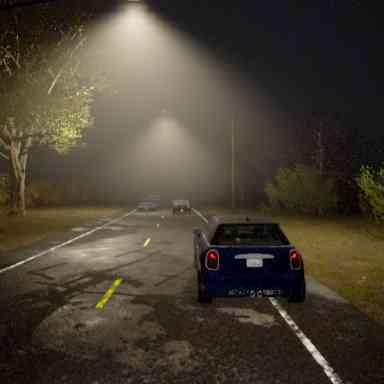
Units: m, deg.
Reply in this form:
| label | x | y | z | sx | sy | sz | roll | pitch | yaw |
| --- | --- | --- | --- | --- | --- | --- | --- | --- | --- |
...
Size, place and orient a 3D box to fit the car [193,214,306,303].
| label | x | y | z | sx | sy | sz | roll | pitch | yaw |
| --- | --- | --- | --- | --- | --- | --- | --- | --- | --- |
| car | 1.129 | 1.343 | 8.337 | 2.097 | 1.767 | 4.553 | 0 | 0 | -1 |

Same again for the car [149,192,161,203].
| label | x | y | z | sx | sy | sz | roll | pitch | yaw |
| --- | --- | --- | --- | --- | --- | --- | --- | --- | --- |
| car | -7.438 | 1.048 | 66.661 | 2.150 | 2.045 | 5.566 | 0 | 0 | -6 |

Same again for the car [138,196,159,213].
| label | x | y | z | sx | sy | sz | roll | pitch | yaw |
| --- | --- | --- | --- | --- | --- | --- | --- | --- | --- |
| car | -4.911 | 1.458 | 36.953 | 1.812 | 1.442 | 4.674 | 0 | 0 | -4 |

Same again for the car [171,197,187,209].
| label | x | y | z | sx | sy | sz | roll | pitch | yaw |
| --- | --- | --- | --- | --- | --- | --- | --- | --- | --- |
| car | -1.843 | 1.471 | 45.335 | 1.994 | 1.385 | 4.181 | 0 | 0 | -5 |

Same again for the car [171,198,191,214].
| label | x | y | z | sx | sy | sz | roll | pitch | yaw |
| --- | --- | --- | --- | --- | --- | --- | --- | --- | --- |
| car | -1.109 | 1.536 | 35.070 | 1.895 | 1.301 | 4.718 | 0 | 0 | -3 |
